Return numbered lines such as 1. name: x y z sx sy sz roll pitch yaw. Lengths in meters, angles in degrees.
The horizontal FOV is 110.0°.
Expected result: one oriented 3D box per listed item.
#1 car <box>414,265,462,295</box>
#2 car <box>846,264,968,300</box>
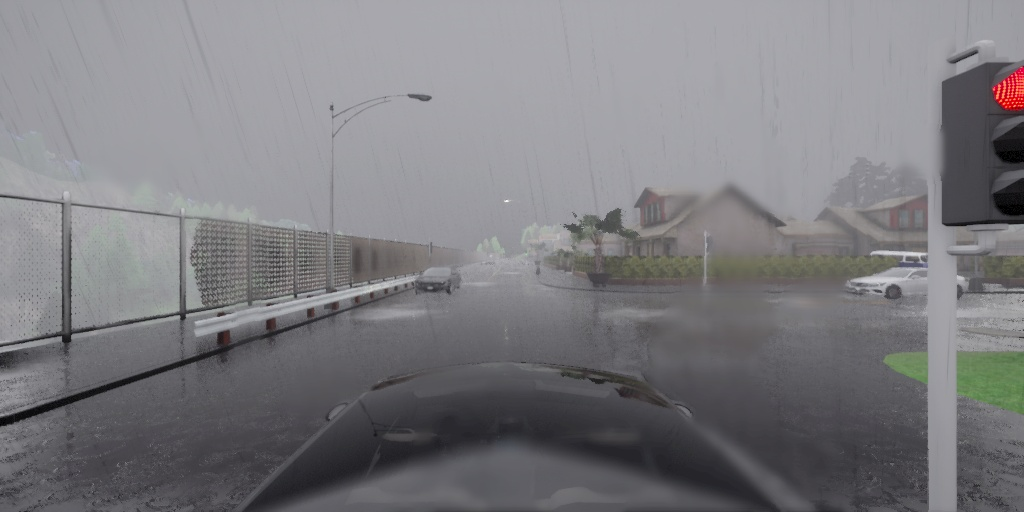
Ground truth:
1. car: -4.002 1.281 20.035 1.882 1.535 5.008 0 0 0
2. car: 18.869 1.274 17.198 4.674 1.442 1.812 0 0 0
